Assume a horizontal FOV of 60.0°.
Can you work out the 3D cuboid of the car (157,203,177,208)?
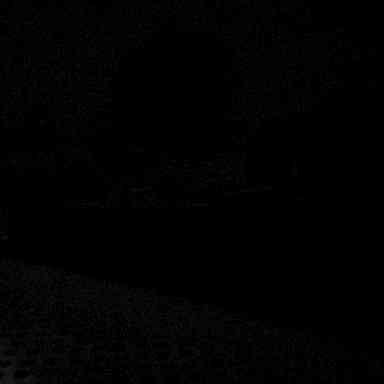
[{"bbox_3d":[-2.365,1.898,33.385,2.097,1.767,4.553,-1,-2,35],"label":"car"}]
